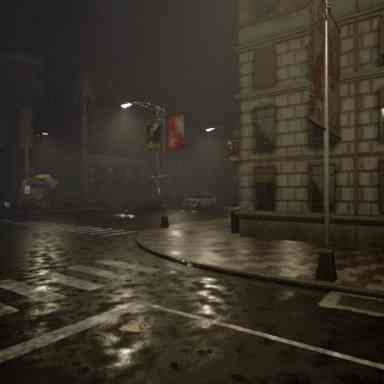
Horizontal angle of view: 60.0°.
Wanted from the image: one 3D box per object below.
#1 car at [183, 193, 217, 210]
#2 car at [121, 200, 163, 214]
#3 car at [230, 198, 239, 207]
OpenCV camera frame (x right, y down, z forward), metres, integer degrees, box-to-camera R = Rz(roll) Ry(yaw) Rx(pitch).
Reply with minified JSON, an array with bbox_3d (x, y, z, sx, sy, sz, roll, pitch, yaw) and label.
[{"bbox_3d":[1.092,1.222,43.890,2.150,2.045,5.566,0,0,37],"label":"car"},{"bbox_3d":[-5.027,1.547,35.640,2.033,1.411,5.357,0,0,36],"label":"car"},{"bbox_3d":[7.922,1.478,51.655,5.008,1.535,1.882,0,0,-43],"label":"car"}]
